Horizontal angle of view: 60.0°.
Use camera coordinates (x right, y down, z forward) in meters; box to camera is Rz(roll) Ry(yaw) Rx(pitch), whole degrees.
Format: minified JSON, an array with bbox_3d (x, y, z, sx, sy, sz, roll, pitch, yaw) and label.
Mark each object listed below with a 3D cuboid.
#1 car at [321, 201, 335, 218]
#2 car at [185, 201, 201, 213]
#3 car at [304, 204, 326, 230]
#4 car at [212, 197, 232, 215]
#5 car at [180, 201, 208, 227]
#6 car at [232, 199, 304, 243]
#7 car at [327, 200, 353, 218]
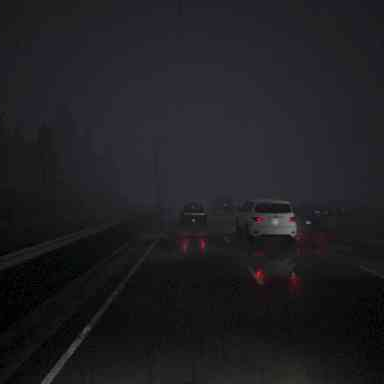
[{"bbox_3d":[10.619,1.799,30.306,2.033,1.411,5.357,0,0,0],"label":"car"},{"bbox_3d":[0.033,1.931,44.099,1.994,1.385,4.181,0,0,-1],"label":"car"},{"bbox_3d":[7.115,1.714,22.655,1.812,1.442,4.674,0,0,0],"label":"car"},{"bbox_3d":[3.617,1.545,38.733,2.150,2.045,5.566,0,0,0],"label":"car"},{"bbox_3d":[0.115,1.697,24.537,2.128,1.511,4.902,0,0,0],"label":"car"},{"bbox_3d":[3.610,1.365,17.039,2.150,2.045,5.566,0,0,0],"label":"car"},{"bbox_3d":[14.120,1.627,33.250,2.097,1.767,4.553,0,-1,0],"label":"car"}]
